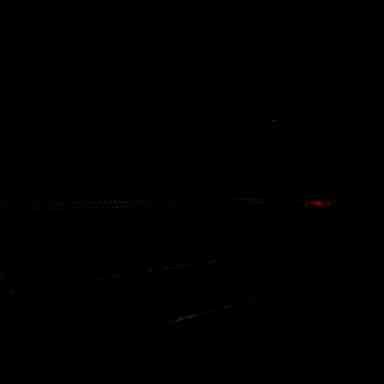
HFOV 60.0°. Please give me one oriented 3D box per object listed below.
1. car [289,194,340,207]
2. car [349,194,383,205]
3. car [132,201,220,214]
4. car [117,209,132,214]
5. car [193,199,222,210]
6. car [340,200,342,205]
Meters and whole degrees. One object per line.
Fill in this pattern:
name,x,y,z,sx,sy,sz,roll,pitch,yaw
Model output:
car,12.445,1.225,34.362,5.566,2.045,2.150,0,0,-35
car,18.382,1.224,34.286,5.566,2.045,2.150,0,0,-36
car,-0.891,1.505,20.554,4.892,1.490,1.837,0,0,-35
car,-2.866,1.478,23.443,5.008,1.535,1.882,0,0,-36
car,0.842,1.479,34.680,5.008,1.535,1.882,0,0,-35
car,19.601,1.362,47.997,4.553,1.767,2.097,0,0,-35
